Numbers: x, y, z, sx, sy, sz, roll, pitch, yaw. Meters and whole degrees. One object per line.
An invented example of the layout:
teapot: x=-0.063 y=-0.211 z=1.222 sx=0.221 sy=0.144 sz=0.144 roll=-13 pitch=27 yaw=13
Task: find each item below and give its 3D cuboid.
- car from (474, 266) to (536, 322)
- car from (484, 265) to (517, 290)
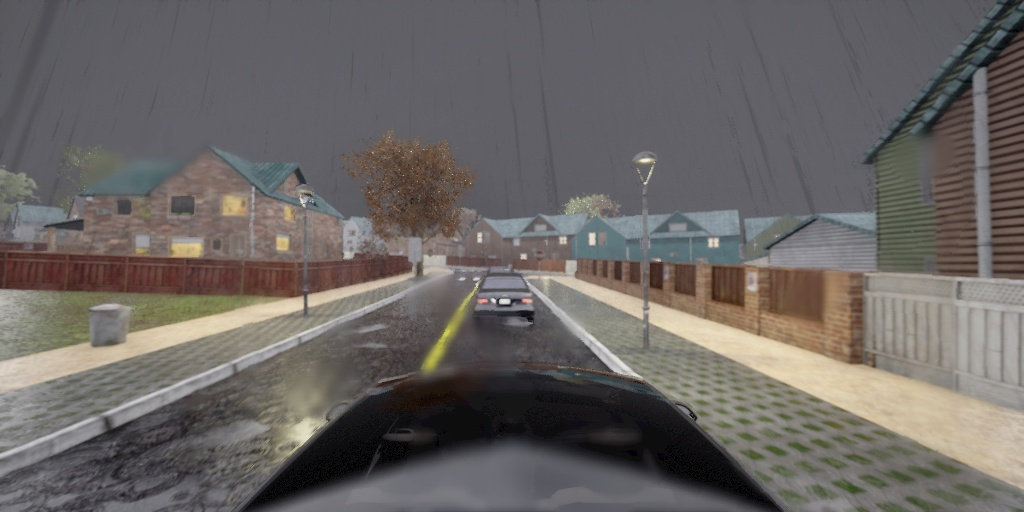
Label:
car: x=-0.288 y=1.257 z=12.134 sx=2.033 sy=1.411 sz=5.357 roll=0 pitch=0 yaw=-2
car: x=-0.732 y=1.261 z=22.851 sx=1.895 sy=1.301 sz=4.718 roll=0 pitch=0 yaw=-2
